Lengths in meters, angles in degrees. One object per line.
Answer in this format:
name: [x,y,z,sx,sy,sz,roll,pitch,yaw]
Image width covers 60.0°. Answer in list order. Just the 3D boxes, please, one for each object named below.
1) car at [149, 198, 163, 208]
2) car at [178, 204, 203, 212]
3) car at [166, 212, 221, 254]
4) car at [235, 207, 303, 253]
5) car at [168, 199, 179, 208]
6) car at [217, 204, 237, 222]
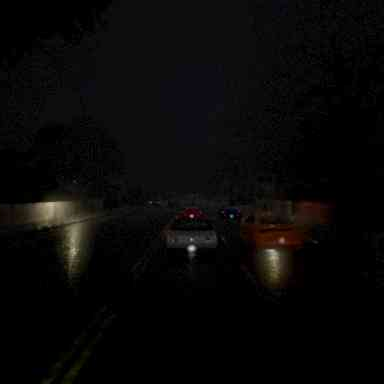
car: [-6.535,1.924,60.658,2.097,1.767,4.553,0,0,0]
car: [-0.011,1.806,29.370,1.812,1.442,4.674,0,0,0]
car: [-0.005,1.735,14.102,1.895,1.301,4.718,0,-1,0]
car: [3.248,1.615,14.466,1.882,1.535,5.008,0,0,0]
car: [-3.288,2.050,60.259,1.882,1.535,5.008,0,-1,0]
car: [3.239,1.806,29.374,1.812,1.442,4.674,0,0,0]
